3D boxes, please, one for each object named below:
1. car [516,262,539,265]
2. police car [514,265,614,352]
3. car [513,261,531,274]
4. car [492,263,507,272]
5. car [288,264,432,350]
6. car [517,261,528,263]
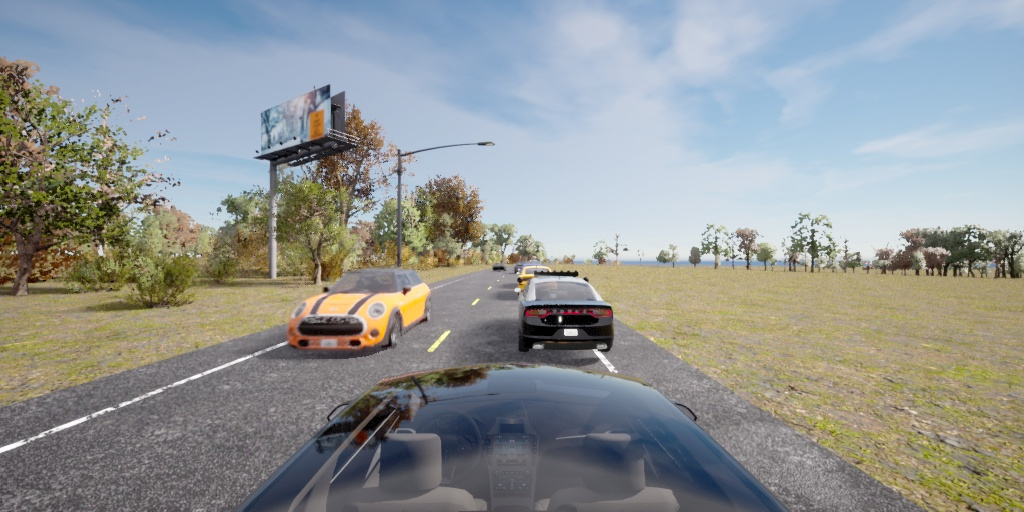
[{"bbox_3d":[1.259,1.266,18.924,1.882,1.535,5.008,0,0,1],"label":"car"},{"bbox_3d":[1.092,1.184,9.068,1.930,1.638,5.238,0,0,1],"label":"police car"},{"bbox_3d":[1.326,1.466,45.966,2.128,1.511,4.902,0,0,4],"label":"car"},{"bbox_3d":[-1.781,1.632,52.494,1.895,1.301,4.718,0,0,4],"label":"car"},{"bbox_3d":[-3.532,1.111,9.211,2.097,1.767,4.553,0,0,1],"label":"car"},{"bbox_3d":[1.421,1.295,24.902,1.882,1.535,5.008,0,0,2],"label":"car"}]
